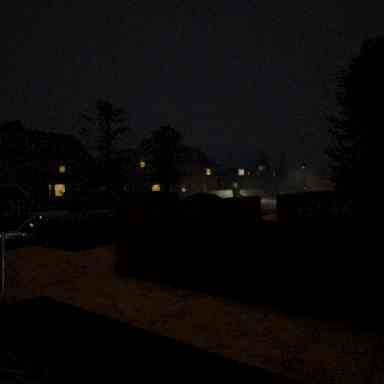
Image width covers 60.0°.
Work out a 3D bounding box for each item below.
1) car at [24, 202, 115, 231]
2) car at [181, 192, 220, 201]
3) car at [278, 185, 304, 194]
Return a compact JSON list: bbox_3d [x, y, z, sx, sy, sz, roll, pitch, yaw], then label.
[{"bbox_3d":[-6.402,1.214,17.698,1.895,1.301,4.718,0,1,36],"label":"car"},{"bbox_3d":[0.659,0.824,27.506,1.837,1.490,4.892,0,2,36],"label":"car"},{"bbox_3d":[13.594,0.028,45.332,2.150,2.045,5.566,0,1,36],"label":"car"}]
